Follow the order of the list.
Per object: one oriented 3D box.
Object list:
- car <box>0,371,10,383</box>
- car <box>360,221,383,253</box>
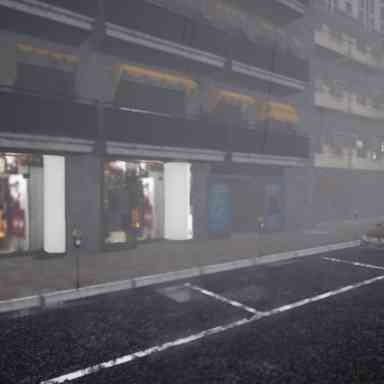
[{"bbox_3d":[-3.290,1.503,1.022,4.902,1.511,2.128,0,0,-35],"label":"car"},{"bbox_3d":[7.863,1.522,12.170,4.206,1.307,1.802,0,0,-36],"label":"car"}]
